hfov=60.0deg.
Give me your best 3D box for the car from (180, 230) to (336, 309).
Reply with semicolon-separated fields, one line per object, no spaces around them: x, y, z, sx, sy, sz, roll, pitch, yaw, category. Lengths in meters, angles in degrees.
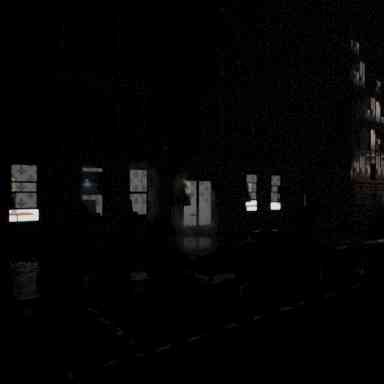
1.710;1.581;7.791;4.206;1.307;1.802;0;0;-36;car
